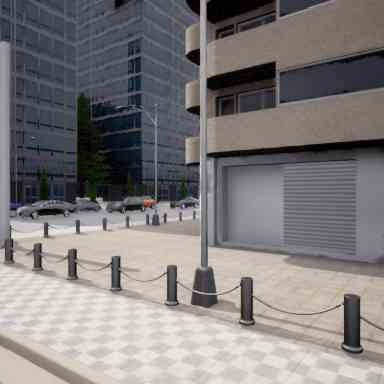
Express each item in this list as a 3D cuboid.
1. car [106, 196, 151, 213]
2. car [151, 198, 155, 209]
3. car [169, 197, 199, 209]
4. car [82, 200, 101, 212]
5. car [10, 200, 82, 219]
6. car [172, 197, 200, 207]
[{"bbox_3d":[-7.047,1.297,35.798,2.097,1.767,4.553,0,0,36],"label":"car"},{"bbox_3d":[-6.781,1.297,42.142,2.097,1.767,4.553,0,0,36],"label":"car"},{"bbox_3d":[-0.977,1.449,44.198,1.837,1.490,4.892,0,0,36],"label":"car"},{"bbox_3d":[-11.722,1.508,35.292,1.994,1.385,4.181,0,0,36],"label":"car"},{"bbox_3d":[-12.387,1.436,28.395,2.128,1.511,4.902,0,0,36],"label":"car"},{"bbox_3d":[-0.818,1.470,50.374,1.812,1.442,4.674,0,0,36],"label":"car"}]
